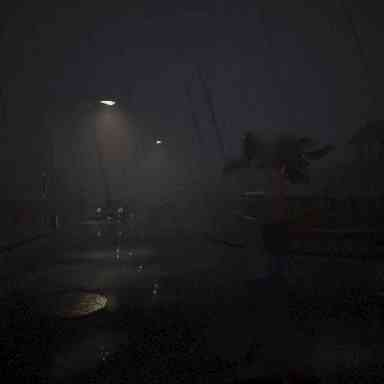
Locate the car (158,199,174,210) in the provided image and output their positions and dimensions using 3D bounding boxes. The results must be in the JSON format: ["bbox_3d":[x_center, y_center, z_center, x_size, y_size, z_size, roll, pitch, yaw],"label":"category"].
[{"bbox_3d":[-3.353,1.601,42.760,1.895,1.301,4.718,0,0,-4],"label":"car"}]

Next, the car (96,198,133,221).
[{"bbox_3d":[-6.304,1.352,26.832,2.097,1.767,4.553,0,0,-4],"label":"car"}]

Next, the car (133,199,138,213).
[{"bbox_3d":[-7.098,1.505,37.171,1.837,1.490,4.892,0,0,-4],"label":"car"}]
